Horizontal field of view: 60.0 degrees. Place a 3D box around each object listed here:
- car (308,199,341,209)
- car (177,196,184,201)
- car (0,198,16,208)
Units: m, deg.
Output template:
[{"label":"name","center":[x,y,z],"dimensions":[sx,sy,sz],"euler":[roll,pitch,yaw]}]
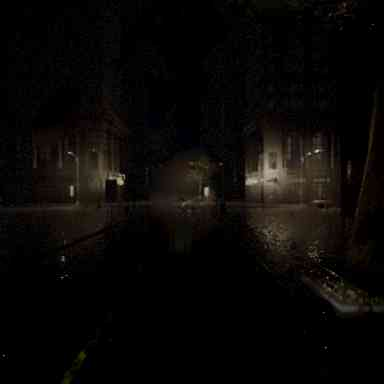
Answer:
[{"label":"car","center":[17.588,1.602,44.043],"dimensions":[4.181,1.385,1.994],"euler":[0,0,0]},{"label":"car","center":[-2.995,1.593,86.865],"dimensions":[1.895,1.301,4.718],"euler":[0,0,0]},{"label":"car","center":[-25.688,1.503,44.064],"dimensions":[4.181,1.385,1.994],"euler":[1,0,0]}]
